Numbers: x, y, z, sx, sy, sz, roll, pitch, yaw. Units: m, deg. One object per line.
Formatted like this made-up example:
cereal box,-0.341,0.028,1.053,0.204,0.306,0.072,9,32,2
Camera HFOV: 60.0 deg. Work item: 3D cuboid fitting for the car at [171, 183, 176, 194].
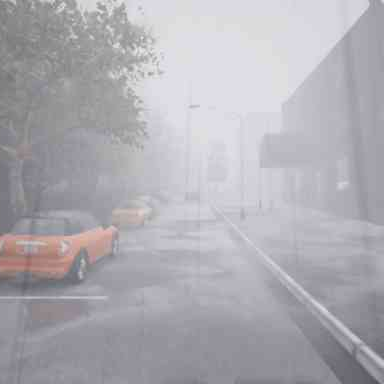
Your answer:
car,-3.656,0.151,43.224,2.185,1.767,4.553,0,3,2

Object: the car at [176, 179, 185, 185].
car,-3.656,-1.875,87.773,2.097,1.535,5.008,0,3,2

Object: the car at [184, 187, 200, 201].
car,-0.001,0.300,42.686,1.882,1.535,5.008,0,3,0

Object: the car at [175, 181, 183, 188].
car,-3.654,-1.030,71.116,2.163,1.488,4.792,0,3,2

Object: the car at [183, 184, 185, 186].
car,-0.001,-0.127,53.157,2.033,1.411,5.357,0,3,0

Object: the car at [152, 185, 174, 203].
car,-3.656,0.413,37.659,2.185,1.767,4.553,0,3,2

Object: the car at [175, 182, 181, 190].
car,-3.648,-0.532,60.141,1.946,1.575,5.366,0,3,2

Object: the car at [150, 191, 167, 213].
car,-3.635,1.022,26.538,2.231,1.521,4.892,1,3,2

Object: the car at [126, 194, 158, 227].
car,-3.631,1.192,20.801,1.946,1.575,5.366,1,2,2

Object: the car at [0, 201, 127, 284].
car,-3.628,1.304,9.780,2.185,1.767,4.553,2,1,2

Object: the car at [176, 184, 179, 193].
car,-3.655,0.013,48.820,2.231,1.521,4.892,0,3,2

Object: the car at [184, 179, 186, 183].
car,-3.655,-2.400,93.358,2.435,2.045,5.566,0,3,2
